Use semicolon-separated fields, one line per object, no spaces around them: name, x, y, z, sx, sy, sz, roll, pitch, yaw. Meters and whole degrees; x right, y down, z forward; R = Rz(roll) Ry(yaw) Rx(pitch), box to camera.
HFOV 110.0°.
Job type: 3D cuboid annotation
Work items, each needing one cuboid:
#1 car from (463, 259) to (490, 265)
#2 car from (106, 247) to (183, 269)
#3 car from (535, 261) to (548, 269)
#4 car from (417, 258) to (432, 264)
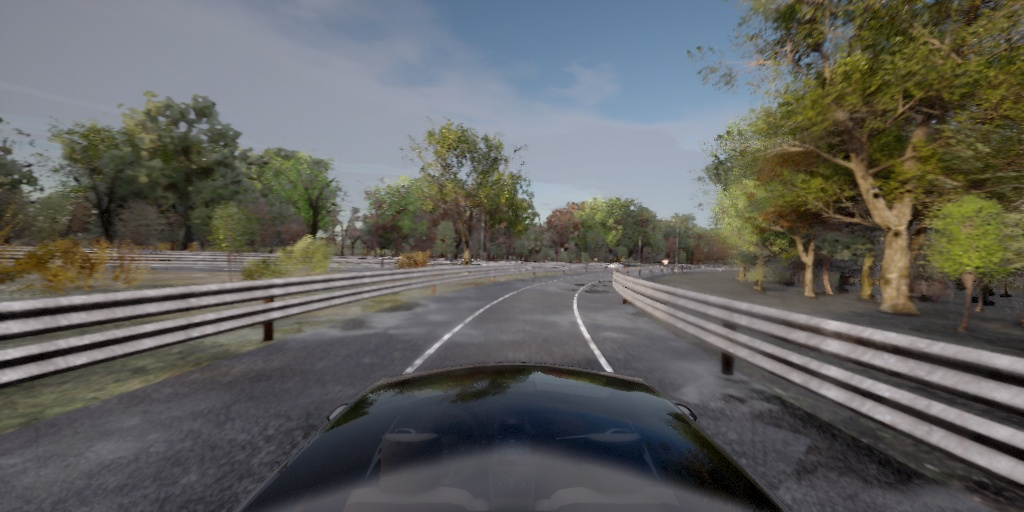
car;-6.038;1.309;63.971;5.357;1.411;2.033;2;0;-41
car;-32.571;0.126;31.789;4.553;1.767;2.097;2;0;-41
car;6.093;1.722;65.202;4.902;1.511;2.128;2;0;-41
car;-12.835;1.020;53.472;4.902;1.511;2.128;2;0;-41
